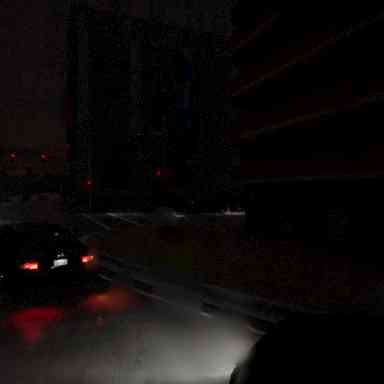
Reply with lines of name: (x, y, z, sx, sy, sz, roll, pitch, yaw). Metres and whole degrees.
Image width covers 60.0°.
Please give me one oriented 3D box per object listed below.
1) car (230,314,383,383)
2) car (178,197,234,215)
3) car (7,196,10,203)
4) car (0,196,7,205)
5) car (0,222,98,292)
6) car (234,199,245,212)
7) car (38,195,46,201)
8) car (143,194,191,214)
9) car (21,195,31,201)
car: (2.859, 1.547, 2.027, 5.357, 1.411, 2.033, 0, 0, 35)
car: (1.458, 1.559, 34.367, 4.892, 1.490, 1.837, 0, 0, -23)
car: (-39.151, 1.522, 69.257, 2.128, 1.511, 4.902, 0, 0, -23)
car: (-35.042, 1.545, 59.545, 2.033, 1.411, 5.357, 0, 0, -23)
car: (-4.362, 1.547, 9.045, 2.033, 1.411, 5.357, 0, 0, -39)
car: (6.620, 1.559, 40.298, 4.892, 1.490, 1.837, 0, 0, -23)
car: (-37.083, 1.536, 82.321, 2.033, 1.411, 5.357, 0, 0, -23)
car: (-2.532, 1.276, 36.500, 5.566, 2.045, 2.150, 0, 0, -23)
car: (-40.171, 1.521, 80.638, 2.128, 1.511, 4.902, 0, 0, -23)
